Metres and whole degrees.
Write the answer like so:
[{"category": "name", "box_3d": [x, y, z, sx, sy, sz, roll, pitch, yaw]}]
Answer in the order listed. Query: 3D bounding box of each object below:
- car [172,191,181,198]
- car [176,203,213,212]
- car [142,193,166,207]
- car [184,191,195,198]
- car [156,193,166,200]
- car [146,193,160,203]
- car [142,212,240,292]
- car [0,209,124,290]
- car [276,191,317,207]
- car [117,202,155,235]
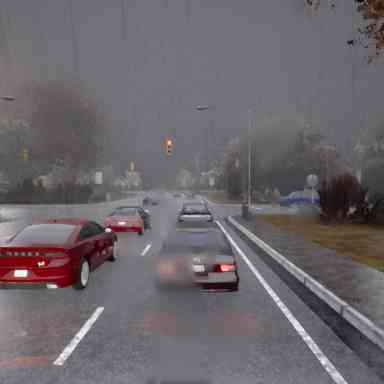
[{"category": "car", "box_3d": [-3.895, 0.787, 86.161, 1.895, 1.301, 4.718, 0, 1, -4]}, {"category": "car", "box_3d": [0.150, 1.380, 18.676, 2.128, 1.511, 4.902, 0, 0, -1]}, {"category": "car", "box_3d": [-5.109, 1.152, 43.203, 1.882, 1.535, 5.008, -1, 1, -23]}, {"category": "car", "box_3d": [-0.394, 0.715, 86.243, 2.128, 1.511, 4.902, 0, 1, -4]}, {"category": "car", "box_3d": [-7.012, 0.957, 74.743, 1.895, 1.301, 4.718, 0, 1, -1]}, {"category": "car", "box_3d": [-7.011, 1.006, 59.755, 1.882, 1.535, 5.008, 0, 1, 0]}, {"category": "car", "box_3d": [0.110, 1.516, 8.984, 2.033, 1.411, 5.357, 0, 0, 0]}, {"category": "car", "box_3d": [-3.388, 1.445, 9.060, 1.882, 1.535, 5.008, 0, 0, 0]}, {"category": "car", "box_3d": [13.813, 0.896, 43.245, 5.566, 2.045, 2.150, 0, 1, -4]}, {"category": "car", "box_3d": [-3.379, 1.458, 18.047, 1.994, 1.385, 4.181, 0, 0, 0]}]
